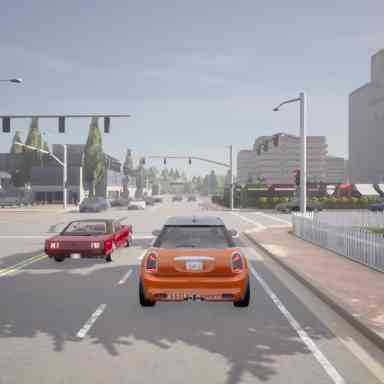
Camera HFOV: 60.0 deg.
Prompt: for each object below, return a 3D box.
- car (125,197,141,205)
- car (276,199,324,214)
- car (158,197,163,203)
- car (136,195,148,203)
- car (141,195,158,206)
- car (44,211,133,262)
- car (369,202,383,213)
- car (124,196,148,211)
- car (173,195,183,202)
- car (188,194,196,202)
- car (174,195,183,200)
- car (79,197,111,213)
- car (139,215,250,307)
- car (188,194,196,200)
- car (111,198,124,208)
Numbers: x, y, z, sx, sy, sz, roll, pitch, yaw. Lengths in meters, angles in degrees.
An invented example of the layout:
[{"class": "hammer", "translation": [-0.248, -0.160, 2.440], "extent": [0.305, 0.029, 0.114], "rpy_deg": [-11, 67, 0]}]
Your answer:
[{"class": "car", "translation": [-10.600, 1.564, 59.975], "extent": [1.994, 1.385, 4.181], "rpy_deg": [0, 0, 0]}, {"class": "car", "translation": [11.255, 1.492, 34.804], "extent": [4.902, 1.511, 2.128], "rpy_deg": [0, 0, -1]}, {"class": "car", "translation": [-7.044, 1.601, 67.951], "extent": [1.895, 1.301, 4.718], "rpy_deg": [0, 0, 0]}, {"class": "car", "translation": [-10.533, 1.500, 70.237], "extent": [1.837, 1.490, 4.892], "rpy_deg": [0, 0, 0]}, {"class": "car", "translation": [-7.114, 1.504, 53.388], "extent": [1.837, 1.490, 4.892], "rpy_deg": [0, 0, 0]}, {"class": "car", "translation": [-3.422, 1.601, 12.037], "extent": [1.895, 1.301, 4.718], "rpy_deg": [0, 0, 0]}, {"class": "car", "translation": [21.364, 1.478, 35.058], "extent": [5.008, 1.535, 1.882], "rpy_deg": [0, 0, -2]}, {"class": "car", "translation": [-6.904, 1.526, 41.649], "extent": [1.812, 1.442, 4.674], "rpy_deg": [0, 0, -3]}, {"class": "car", "translation": [-3.537, 1.513, 77.796], "extent": [1.812, 1.442, 4.674], "rpy_deg": [0, 0, 0]}, {"class": "car", "translation": [-0.037, 1.531, 77.479], "extent": [2.033, 1.411, 5.357], "rpy_deg": [0, 0, 0]}, {"class": "car", "translation": [-3.541, 1.425, 87.751], "extent": [1.994, 1.385, 4.181], "rpy_deg": [0, 0, 0]}, {"class": "car", "translation": [-10.616, 1.351, 36.058], "extent": [2.097, 1.767, 4.553], "rpy_deg": [0, 0, 0]}, {"class": "car", "translation": [0.060, 1.352, 8.143], "extent": [2.097, 1.767, 4.553], "rpy_deg": [0, 0, 0]}, {"class": "car", "translation": [-0.041, 1.398, 87.754], "extent": [2.128, 1.511, 4.902], "rpy_deg": [0, 0, 0]}, {"class": "car", "translation": [-10.616, 1.564, 48.770], "extent": [1.994, 1.385, 4.181], "rpy_deg": [0, 0, 0]}]
